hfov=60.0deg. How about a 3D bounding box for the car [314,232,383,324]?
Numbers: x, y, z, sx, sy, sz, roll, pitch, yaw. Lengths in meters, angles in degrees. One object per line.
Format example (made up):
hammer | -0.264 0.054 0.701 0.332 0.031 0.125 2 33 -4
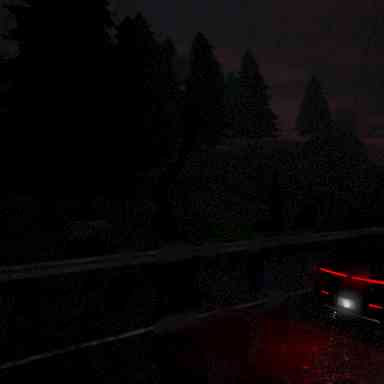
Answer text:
car | 4.518 1.580 6.751 4.892 1.490 1.837 1 0 -34
